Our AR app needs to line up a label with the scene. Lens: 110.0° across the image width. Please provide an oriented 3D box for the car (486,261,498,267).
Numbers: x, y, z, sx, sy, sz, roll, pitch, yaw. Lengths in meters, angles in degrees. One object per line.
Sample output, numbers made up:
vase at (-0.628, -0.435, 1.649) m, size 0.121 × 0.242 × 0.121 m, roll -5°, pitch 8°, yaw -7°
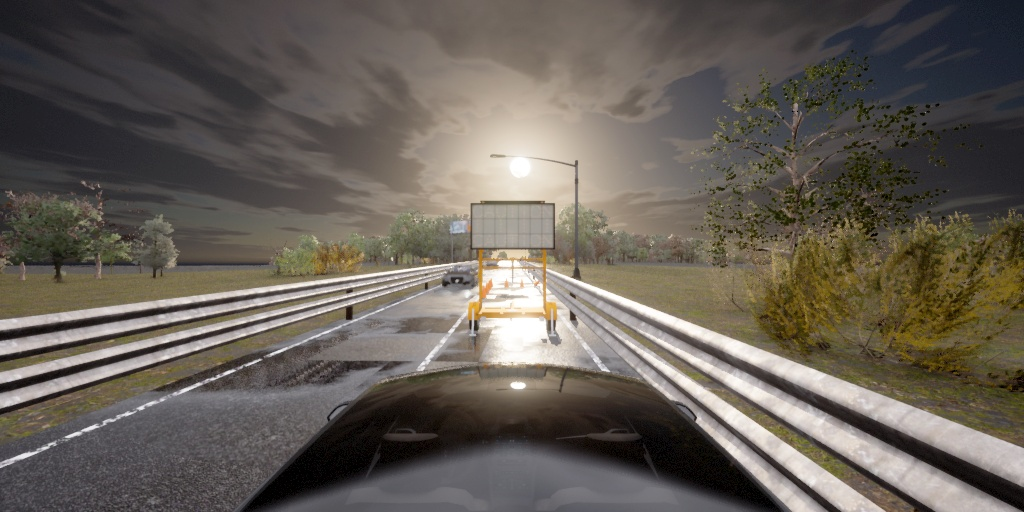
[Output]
car at (-3.179, 1.297, 57.689) m, size 1.812 × 1.442 × 4.674 m, roll 0°, pitch 0°, yaw 0°

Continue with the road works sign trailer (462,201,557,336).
road works sign trailer at (0.021, 0.218, 10.353) m, size 2.380 × 3.560 × 2.880 m, roll 0°, pitch 0°, yaw 0°

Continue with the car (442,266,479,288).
car at (-3.322, 1.322, 23.673) m, size 1.994 × 1.385 × 4.181 m, roll 0°, pitch 0°, yaw 0°
